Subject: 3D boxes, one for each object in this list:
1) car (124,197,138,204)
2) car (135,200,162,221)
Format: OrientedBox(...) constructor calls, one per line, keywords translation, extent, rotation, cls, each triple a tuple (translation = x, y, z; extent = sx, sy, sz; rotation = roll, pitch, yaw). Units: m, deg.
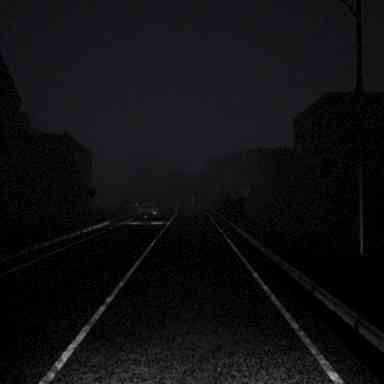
OrientedBox(translation=(-12.387, 1.771, 68.597), extent=(1.812, 1.442, 4.674), rotation=(1, -1, -36), cls="car")
OrientedBox(translation=(-3.617, 1.653, 28.288), extent=(1.812, 1.442, 4.674), rotation=(0, 0, 0), cls="car")
